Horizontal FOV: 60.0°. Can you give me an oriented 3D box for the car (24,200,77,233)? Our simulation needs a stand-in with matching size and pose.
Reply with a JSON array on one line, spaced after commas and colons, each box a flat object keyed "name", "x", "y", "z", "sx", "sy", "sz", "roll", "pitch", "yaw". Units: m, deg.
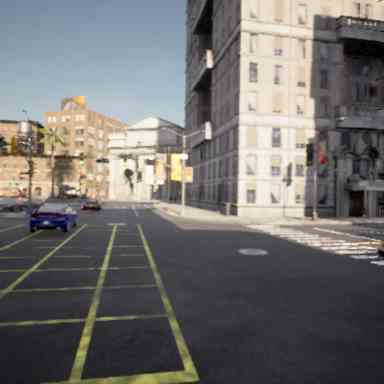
[{"name": "car", "x": -7.910, "y": 1.424, "z": 19.376, "sx": 1.882, "sy": 1.535, "sz": 5.008, "roll": 1, "pitch": 0, "yaw": -11}]

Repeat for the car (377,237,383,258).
[{"name": "car", "x": 8.765, "y": 1.759, "z": 10.822, "sx": 5.357, "sy": 1.411, "sz": 2.033, "roll": 1, "pitch": 0, "yaw": -16}]

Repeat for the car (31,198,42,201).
[{"name": "car", "x": -21.160, "y": 1.423, "z": 44.341, "sx": 1.895, "sy": 1.301, "sz": 4.718, "roll": 1, "pitch": 0, "yaw": -11}]

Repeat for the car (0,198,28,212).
[{"name": "car", "x": -19.386, "y": 1.338, "z": 35.407, "sx": 1.812, "sy": 1.442, "sz": 4.674, "roll": 1, "pitch": 0, "yaw": -11}]

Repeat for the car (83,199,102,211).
[{"name": "car", "x": -12.169, "y": 1.533, "z": 40.751, "sx": 1.994, "sy": 1.385, "sz": 4.181, "roll": 1, "pitch": 0, "yaw": -11}]
